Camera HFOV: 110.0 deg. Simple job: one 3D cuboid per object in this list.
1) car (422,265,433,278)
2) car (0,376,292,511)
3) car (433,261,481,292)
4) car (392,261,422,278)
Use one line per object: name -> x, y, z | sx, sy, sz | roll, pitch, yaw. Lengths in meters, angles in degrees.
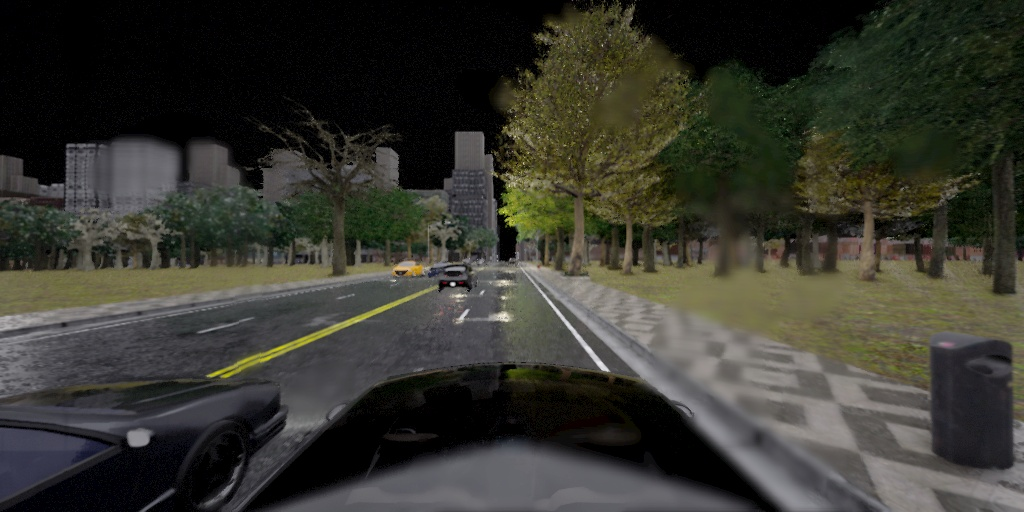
car -> -6.588, 1.314, 33.975 | 2.033, 1.411, 5.357 | 0, 0, 0
car -> -3.151, 1.298, 1.126 | 2.033, 1.411, 5.357 | 0, 0, 0
car -> -3.146, 1.251, 21.492 | 1.837, 1.490, 4.892 | 0, 0, 0
car -> -9.835, 1.244, 34.178 | 1.882, 1.535, 5.008 | 0, 0, 0
